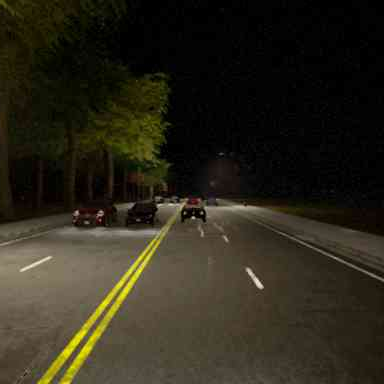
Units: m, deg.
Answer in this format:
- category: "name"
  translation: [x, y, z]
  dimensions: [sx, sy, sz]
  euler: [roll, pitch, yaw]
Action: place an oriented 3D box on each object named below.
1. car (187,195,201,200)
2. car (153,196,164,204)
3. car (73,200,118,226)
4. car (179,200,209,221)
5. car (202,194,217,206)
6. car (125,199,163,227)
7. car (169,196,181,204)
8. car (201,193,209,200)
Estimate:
- category: "car"
  translation: [0.103, 1.613, 57.291]
  dimensions: [1.994, 1.385, 4.181]
  euler: [0, 0, 0]
- category: "car"
  translation: [-6.511, 1.563, 64.510]
  dimensions: [2.128, 1.511, 4.902]
  euler: [0, 0, 0]
- category: "car"
  translation: [-6.595, 1.357, 23.114]
  dimensions: [2.097, 1.767, 4.553]
  euler: [0, 0, 0]
- category: "car"
  translation: [0.102, 1.609, 26.900]
  dimensions: [1.895, 1.301, 4.718]
  euler: [0, 0, 0]
- category: "car"
  translation: [3.353, 1.598, 57.536]
  dimensions: [2.033, 1.411, 5.357]
  euler: [0, 0, 0]
- category: "car"
  translation: [-3.346, 1.483, 23.186]
  dimensions: [1.882, 1.535, 5.008]
  euler: [0, 0, 0]
- category: "car"
  translation: [-3.261, 1.563, 64.511]
  dimensions: [2.128, 1.511, 4.902]
  euler: [0, 0, 0]
- category: "car"
  translation: [3.256, 1.350, 80.369]
  dimensions: [2.150, 2.045, 5.566]
  euler: [0, 0, 0]
